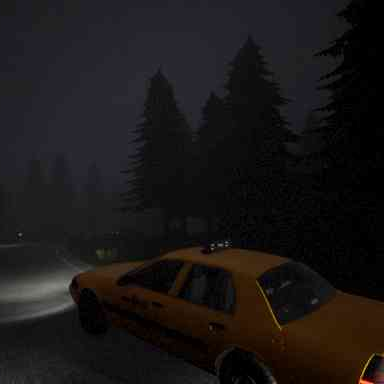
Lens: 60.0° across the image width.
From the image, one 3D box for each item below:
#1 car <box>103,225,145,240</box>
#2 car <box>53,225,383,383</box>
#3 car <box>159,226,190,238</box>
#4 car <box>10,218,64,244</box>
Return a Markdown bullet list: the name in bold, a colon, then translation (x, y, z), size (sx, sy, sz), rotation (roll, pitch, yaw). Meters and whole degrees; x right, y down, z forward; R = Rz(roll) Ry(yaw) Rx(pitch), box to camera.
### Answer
- **car**: translation (-7.442, 4.510, 36.950), size (2.033, 1.411, 5.357), rotation (-4, -8, 20)
- **car**: translation (0.143, 1.440, 4.734), size (5.366, 1.575, 1.801), rotation (0, 1, 43)
- **car**: translation (-2.326, 5.543, 46.260), size (1.882, 1.535, 5.008), rotation (-5, -8, 30)
- **car**: translation (-12.753, 3.224, 28.105), size (2.150, 2.045, 5.566), rotation (-4, -7, 7)
